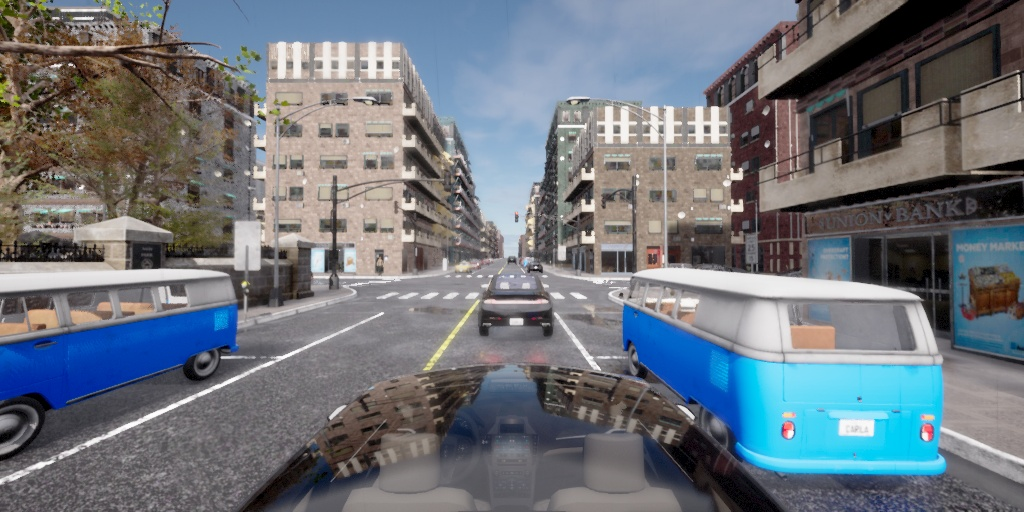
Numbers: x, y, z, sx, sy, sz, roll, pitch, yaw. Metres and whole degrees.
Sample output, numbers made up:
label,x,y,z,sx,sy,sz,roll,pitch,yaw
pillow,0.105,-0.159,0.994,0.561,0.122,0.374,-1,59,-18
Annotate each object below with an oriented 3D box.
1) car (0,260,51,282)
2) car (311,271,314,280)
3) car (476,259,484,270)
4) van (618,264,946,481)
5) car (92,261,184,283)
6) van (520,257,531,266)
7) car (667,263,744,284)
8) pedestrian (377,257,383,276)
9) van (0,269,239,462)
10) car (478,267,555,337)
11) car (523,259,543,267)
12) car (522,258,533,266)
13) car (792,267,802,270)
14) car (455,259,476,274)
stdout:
label,x,y,z,sx,sy,sz,roll,pitch,yaw
car,-36.510,1.040,25.567,4.892,1.490,1.837,0,-1,1
car,-16.585,0.995,25.323,4.553,1.767,2.097,0,-1,1
car,-5.686,1.199,53.857,1.967,1.591,4.097,0,0,0
van,2.659,1.091,4.625,1.690,1.789,3.998,0,0,0
car,-26.411,1.115,25.439,4.674,1.442,1.812,0,-1,1
van,2.696,1.102,59.498,1.690,1.789,3.998,0,0,0
car,15.094,1.353,28.144,5.008,1.535,1.882,0,-1,1
pedestrian,-12.536,0.962,34.014,0.375,1.860,0.375,0,-1,1
van,-5.656,1.091,4.627,1.690,1.789,3.998,0,0,0
car,0.101,1.242,10.354,2.128,1.511,4.902,0,0,0
car,2.695,1.322,42.571,1.948,1.339,4.313,0,0,0
car,2.695,1.308,48.214,2.007,1.370,4.403,0,0,0
car,24.995,1.457,28.024,4.674,1.442,1.812,0,-1,1
car,-5.686,1.282,42.402,1.751,1.417,4.829,0,0,0
